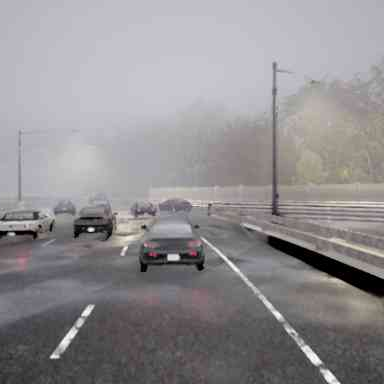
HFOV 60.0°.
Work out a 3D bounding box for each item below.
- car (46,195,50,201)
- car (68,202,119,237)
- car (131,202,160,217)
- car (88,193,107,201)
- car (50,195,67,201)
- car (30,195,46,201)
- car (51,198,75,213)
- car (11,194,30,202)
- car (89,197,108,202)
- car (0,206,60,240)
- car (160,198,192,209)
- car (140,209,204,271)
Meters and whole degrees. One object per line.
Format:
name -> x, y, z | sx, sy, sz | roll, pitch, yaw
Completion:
car -> -34.628, 1.452, 80.741 | 4.902, 1.511, 2.128 | 0, 0, 42
car -> -5.171, 1.513, 18.085 | 1.837, 1.490, 4.892 | 0, 0, -10
car -> -4.556, 1.595, 30.732 | 1.895, 1.301, 4.718 | 0, 0, -16
car -> -16.149, 1.192, 57.138 | 2.150, 2.045, 5.566 | 0, 0, -30
car -> -29.780, 1.599, 75.745 | 2.033, 1.411, 5.357 | 0, 0, -42
car -> -37.056, 1.414, 78.220 | 5.008, 1.535, 1.882 | 0, 0, 42
car -> -13.012, 1.589, 34.095 | 1.994, 1.385, 4.181 | 0, 0, -19
car -> -39.462, 1.301, 75.679 | 4.553, 1.767, 2.097 | 0, 0, 42
car -> -9.581, 1.540, 34.899 | 1.812, 1.442, 4.674 | 0, 0, -18
car -> -8.551, 1.620, 17.323 | 1.895, 1.301, 4.718 | 0, 0, -9
car -> -2.009, 1.451, 35.817 | 1.837, 1.490, 4.892 | -1, 1, -39
car -> -0.692, 1.523, 10.887 | 1.812, 1.442, 4.674 | 0, 0, -5
